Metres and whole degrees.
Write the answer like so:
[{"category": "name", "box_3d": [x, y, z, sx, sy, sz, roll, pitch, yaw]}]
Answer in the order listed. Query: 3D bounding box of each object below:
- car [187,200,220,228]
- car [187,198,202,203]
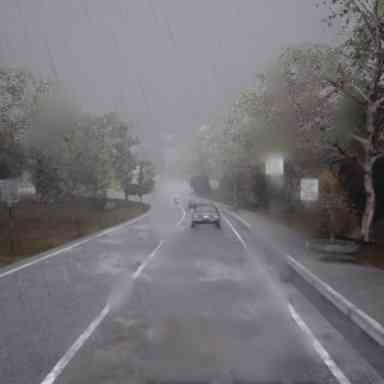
[{"category": "car", "box_3d": [0.901, 1.499, 22.026, 2.033, 1.411, 5.357, 0, 0, 2]}, {"category": "car", "box_3d": [0.441, 1.445, 42.952, 1.895, 1.301, 4.718, 0, 1, -5]}]
